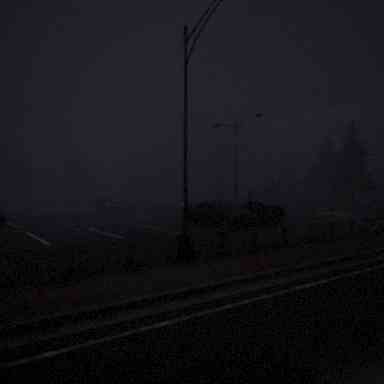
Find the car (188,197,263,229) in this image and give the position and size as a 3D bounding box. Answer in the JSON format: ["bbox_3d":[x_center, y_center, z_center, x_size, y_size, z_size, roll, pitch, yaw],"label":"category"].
[{"bbox_3d":[1.688,1.342,20.972,2.152,1.636,5.027,0,0,-36],"label":"car"}]

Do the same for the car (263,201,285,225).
[{"bbox_3d":[4.199,1.354,22.852,2.007,1.523,4.514,0,0,-36],"label":"car"}]

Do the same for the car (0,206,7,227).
[{"bbox_3d":[-12.408,1.319,20.252,1.845,1.501,3.633,0,0,-36],"label":"car"}]

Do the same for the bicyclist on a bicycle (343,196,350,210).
[{"bbox_3d":[18.527,1.336,39.790,1.656,1.620,0.582,0,0,-36],"label":"bicyclist on a bicycle"}]

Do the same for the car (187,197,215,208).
[{"bbox_3d":[1.290,1.551,50.633,1.812,1.442,4.674,0,0,-36],"label":"car"}]

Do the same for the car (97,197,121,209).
[{"bbox_3d":[-11.058,1.385,43.946,1.845,1.501,3.633,0,0,-36],"label":"car"}]

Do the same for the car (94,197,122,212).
[{"bbox_3d":[-9.127,1.394,36.186,1.970,1.475,3.806,0,0,-36],"label":"car"}]

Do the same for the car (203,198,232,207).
[{"bbox_3d":[3.984,1.630,52.959,1.895,1.301,4.718,0,0,-36],"label":"car"}]
